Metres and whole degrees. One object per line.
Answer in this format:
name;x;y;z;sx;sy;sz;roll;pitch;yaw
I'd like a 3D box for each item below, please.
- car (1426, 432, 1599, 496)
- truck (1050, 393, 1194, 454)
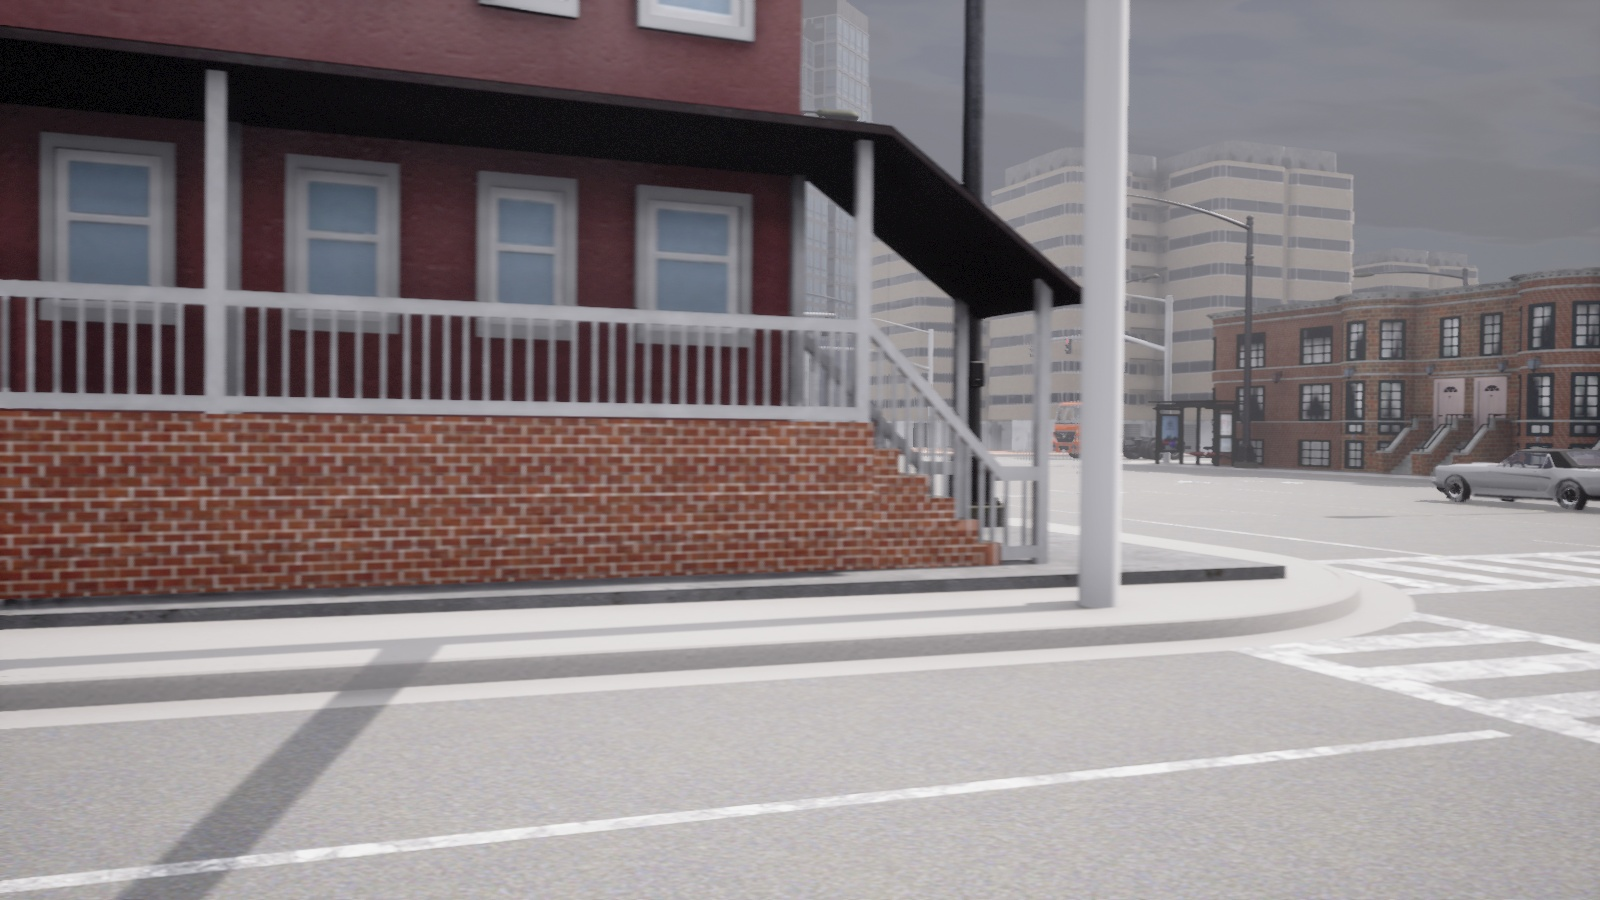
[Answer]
car;16.758;0.258;28.293;1.895;1.301;4.718;-1;1;-21
truck;18.932;-1.588;73.821;7.936;3.462;2.891;-1;1;-21
